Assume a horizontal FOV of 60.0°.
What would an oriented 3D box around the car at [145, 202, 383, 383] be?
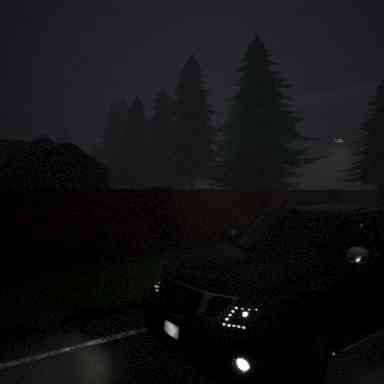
[{"bbox_3d":[2.033,1.222,5.381,5.566,2.045,2.150,0,0,-35],"label":"car"}]
